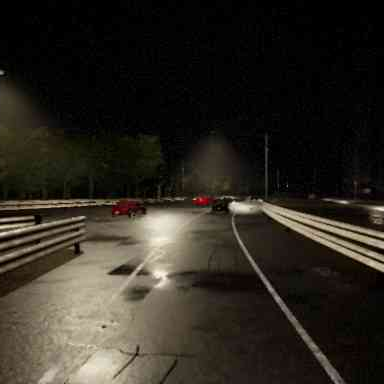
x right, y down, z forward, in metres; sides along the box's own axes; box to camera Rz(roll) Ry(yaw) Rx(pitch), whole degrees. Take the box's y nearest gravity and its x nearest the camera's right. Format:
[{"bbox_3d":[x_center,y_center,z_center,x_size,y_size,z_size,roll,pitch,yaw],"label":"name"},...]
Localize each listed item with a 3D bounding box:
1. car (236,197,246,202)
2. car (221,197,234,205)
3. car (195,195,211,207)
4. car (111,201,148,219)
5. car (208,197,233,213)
[{"bbox_3d":[13.180,2.102,89.598,1.994,1.385,4.181,0,0,18],"label":"car"},{"bbox_3d":[7.712,1.906,72.452,1.837,1.490,4.892,0,0,18],"label":"car"},{"bbox_3d":[2.235,1.440,55.328,2.150,2.045,5.566,0,0,18],"label":"car"},{"bbox_3d":[-5.672,1.576,30.518,1.812,1.442,4.674,1,0,18],"label":"car"},{"bbox_3d":[3.389,1.642,38.986,1.882,1.535,5.008,0,0,9],"label":"car"}]
